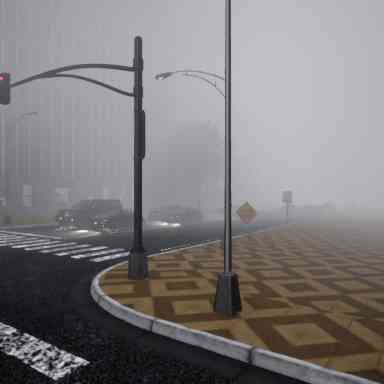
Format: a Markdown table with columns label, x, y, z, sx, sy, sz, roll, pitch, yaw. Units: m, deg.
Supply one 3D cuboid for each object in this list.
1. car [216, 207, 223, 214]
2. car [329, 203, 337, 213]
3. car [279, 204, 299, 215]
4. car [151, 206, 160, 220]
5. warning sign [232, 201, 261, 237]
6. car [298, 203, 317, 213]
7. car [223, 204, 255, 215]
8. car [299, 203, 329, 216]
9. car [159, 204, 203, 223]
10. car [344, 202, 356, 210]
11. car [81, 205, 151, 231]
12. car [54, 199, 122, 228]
| label | x | y | z | sx | sy | sz | roll | pitch | yaw |
| --- | --- | --- | --- | --- | --- | --- | --- | --- | --- |
| car | 5.217 | 2.351 | 45.479 | 1.895 | 1.301 | 4.718 | 0 | -1 | 33 |
| car | 21.748 | 2.537 | 53.041 | 1.837 | 1.490 | 4.892 | 0 | -1 | 33 |
| car | 13.493 | 2.373 | 46.108 | 1.812 | 1.442 | 4.674 | 0 | -1 | 33 |
| car | -2.465 | 2.001 | 33.536 | 1.837 | 1.490 | 4.892 | 0 | -1 | 33 |
| warning sign | 3.052 | 1.454 | 18.587 | 1.300 | 1.860 | 1.060 | 1 | 1 | 33 |
| car | 19.012 | 2.593 | 54.795 | 1.994 | 1.385 | 4.181 | 0 | -1 | 33 |
| car | 5.969 | 2.289 | 40.651 | 1.895 | 1.301 | 4.718 | 0 | -1 | 33 |
| car | 16.458 | 2.406 | 44.704 | 2.033 | 1.411 | 5.357 | 0 | -1 | 33 |
| car | -0.662 | 2.033 | 30.336 | 1.994 | 1.385 | 4.181 | 0 | -1 | 32 |
| car | 31.403 | 2.770 | 65.984 | 1.801 | 1.575 | 5.366 | 0 | -1 | 33 |
| car | -5.194 | 1.883 | 23.270 | 1.994 | 1.385 | 4.181 | 0 | -1 | 33 |
| car | -7.643 | 1.547 | 25.467 | 2.150 | 2.045 | 5.566 | 0 | -1 | 33 |
